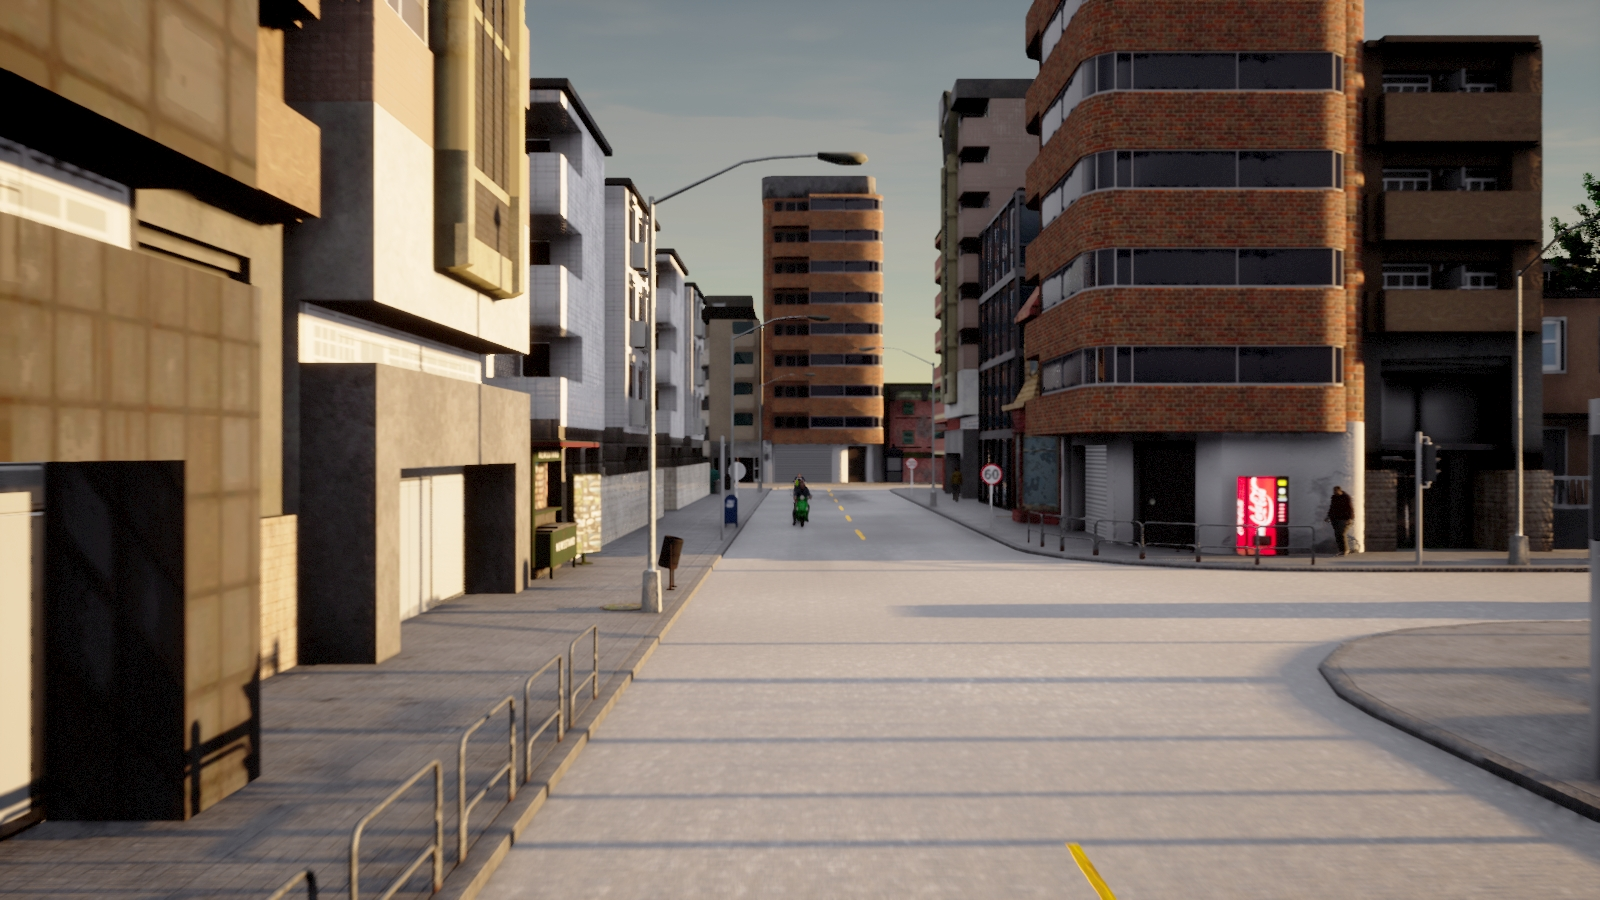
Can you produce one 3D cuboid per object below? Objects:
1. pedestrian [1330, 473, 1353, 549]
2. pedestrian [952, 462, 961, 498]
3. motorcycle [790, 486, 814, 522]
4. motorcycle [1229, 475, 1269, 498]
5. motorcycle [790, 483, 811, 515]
[{"bbox_3d":[13.541,1.516,28.569,0.375,1.860,0.375,0,0,-27],"label":"pedestrian"},{"bbox_3d":[7.986,1.523,58.384,0.375,1.860,0.375,0,0,-3],"label":"pedestrian"},{"bbox_3d":[0.067,1.962,42.052,0.856,1.236,1.805,0,0,0],"label":"motorcycle"},{"bbox_3d":[24.399,1.962,62.111,1.805,1.236,0.856,0,0,2],"label":"motorcycle"},{"bbox_3d":[0.023,1.961,45.917,0.856,1.236,1.805,0,-1,0],"label":"motorcycle"}]
